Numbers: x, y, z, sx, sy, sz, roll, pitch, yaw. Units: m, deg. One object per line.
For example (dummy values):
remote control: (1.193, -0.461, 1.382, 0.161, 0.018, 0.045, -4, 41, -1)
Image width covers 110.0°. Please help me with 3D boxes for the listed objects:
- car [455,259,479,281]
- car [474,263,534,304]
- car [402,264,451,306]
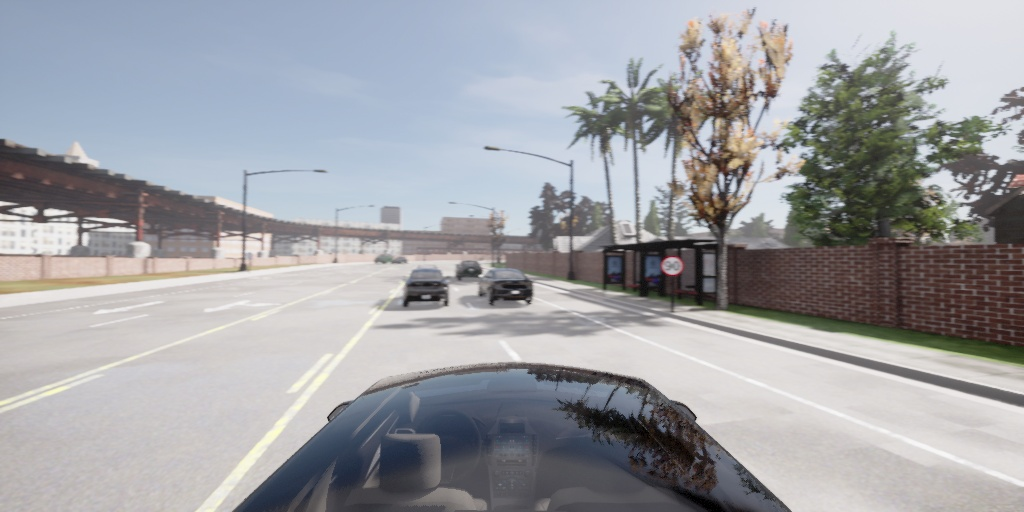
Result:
car: (-3.779, 1.131, 31.102, 2.097, 1.767, 4.553, 1, 0, -13)
car: (-0.421, 1.307, 16.893, 1.882, 1.535, 5.008, 1, 0, -13)
car: (-3.789, 1.290, 15.922, 1.837, 1.490, 4.892, 1, 0, -13)
